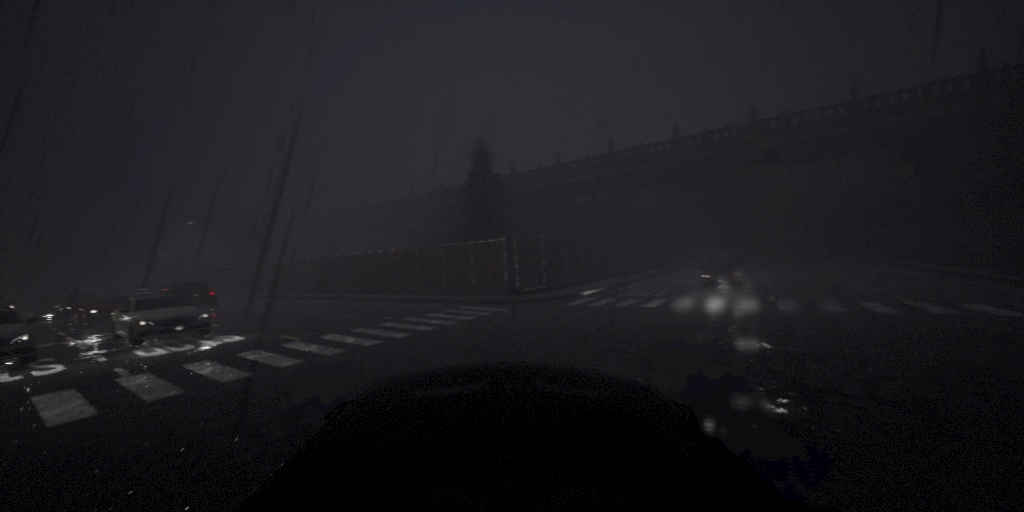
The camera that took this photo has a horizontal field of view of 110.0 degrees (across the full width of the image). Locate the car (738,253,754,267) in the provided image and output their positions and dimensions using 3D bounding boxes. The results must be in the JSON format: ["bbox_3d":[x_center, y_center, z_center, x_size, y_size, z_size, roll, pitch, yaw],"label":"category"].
[{"bbox_3d":[17.004,0.697,27.281,1.837,1.490,4.892,-4,-1,35],"label":"car"}]

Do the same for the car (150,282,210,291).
[{"bbox_3d":[-20.606,2.480,22.620,4.553,1.767,2.097,-4,-1,35],"label":"car"}]

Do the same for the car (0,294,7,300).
[{"bbox_3d":[-28.999,2.898,19.659,4.553,1.767,2.097,-4,-1,35],"label":"car"}]

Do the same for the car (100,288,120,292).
[{"bbox_3d":[-42.735,4.075,37.849,4.674,1.442,1.812,-4,-1,34],"label":"car"}]

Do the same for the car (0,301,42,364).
[{"bbox_3d":[-14.077,2.114,9.391,4.674,1.442,1.812,-4,-1,34],"label":"car"}]

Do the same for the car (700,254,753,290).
[{"bbox_3d":[11.106,0.887,18.711,2.128,1.511,4.902,-4,-1,34],"label":"car"}]

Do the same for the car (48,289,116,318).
[{"bbox_3d":[-27.532,3.059,22.904,5.357,1.411,2.033,-4,-1,34],"label":"car"}]

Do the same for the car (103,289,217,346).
[{"bbox_3d":[-12.102,2.046,12.285,4.674,1.442,1.812,-4,-1,34],"label":"car"}]

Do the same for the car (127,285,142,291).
[{"bbox_3d":[-44.993,4.243,43.531,4.902,1.511,2.128,-4,-1,34],"label":"car"}]

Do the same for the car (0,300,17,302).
[{"bbox_3d":[-21.560,2.670,14.545,4.718,1.301,1.895,-4,-1,35],"label":"car"}]

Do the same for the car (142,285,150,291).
[{"bbox_3d":[-36.451,3.694,37.653,4.902,1.511,2.128,-4,-1,34],"label":"car"}]

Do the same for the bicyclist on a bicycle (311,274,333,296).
[{"bbox_3d":[-14.405,2.153,27.192,0.582,1.620,1.656,-4,-1,34],"label":"bicyclist on a bicycle"}]

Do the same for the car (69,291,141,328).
[{"bbox_3d":[-19.592,2.602,17.440,4.718,1.301,1.895,-4,-1,34],"label":"car"}]

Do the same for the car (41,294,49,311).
[{"bbox_3d":[-37.554,3.756,29.831,4.718,1.301,1.895,-4,-1,35],"label":"car"}]
